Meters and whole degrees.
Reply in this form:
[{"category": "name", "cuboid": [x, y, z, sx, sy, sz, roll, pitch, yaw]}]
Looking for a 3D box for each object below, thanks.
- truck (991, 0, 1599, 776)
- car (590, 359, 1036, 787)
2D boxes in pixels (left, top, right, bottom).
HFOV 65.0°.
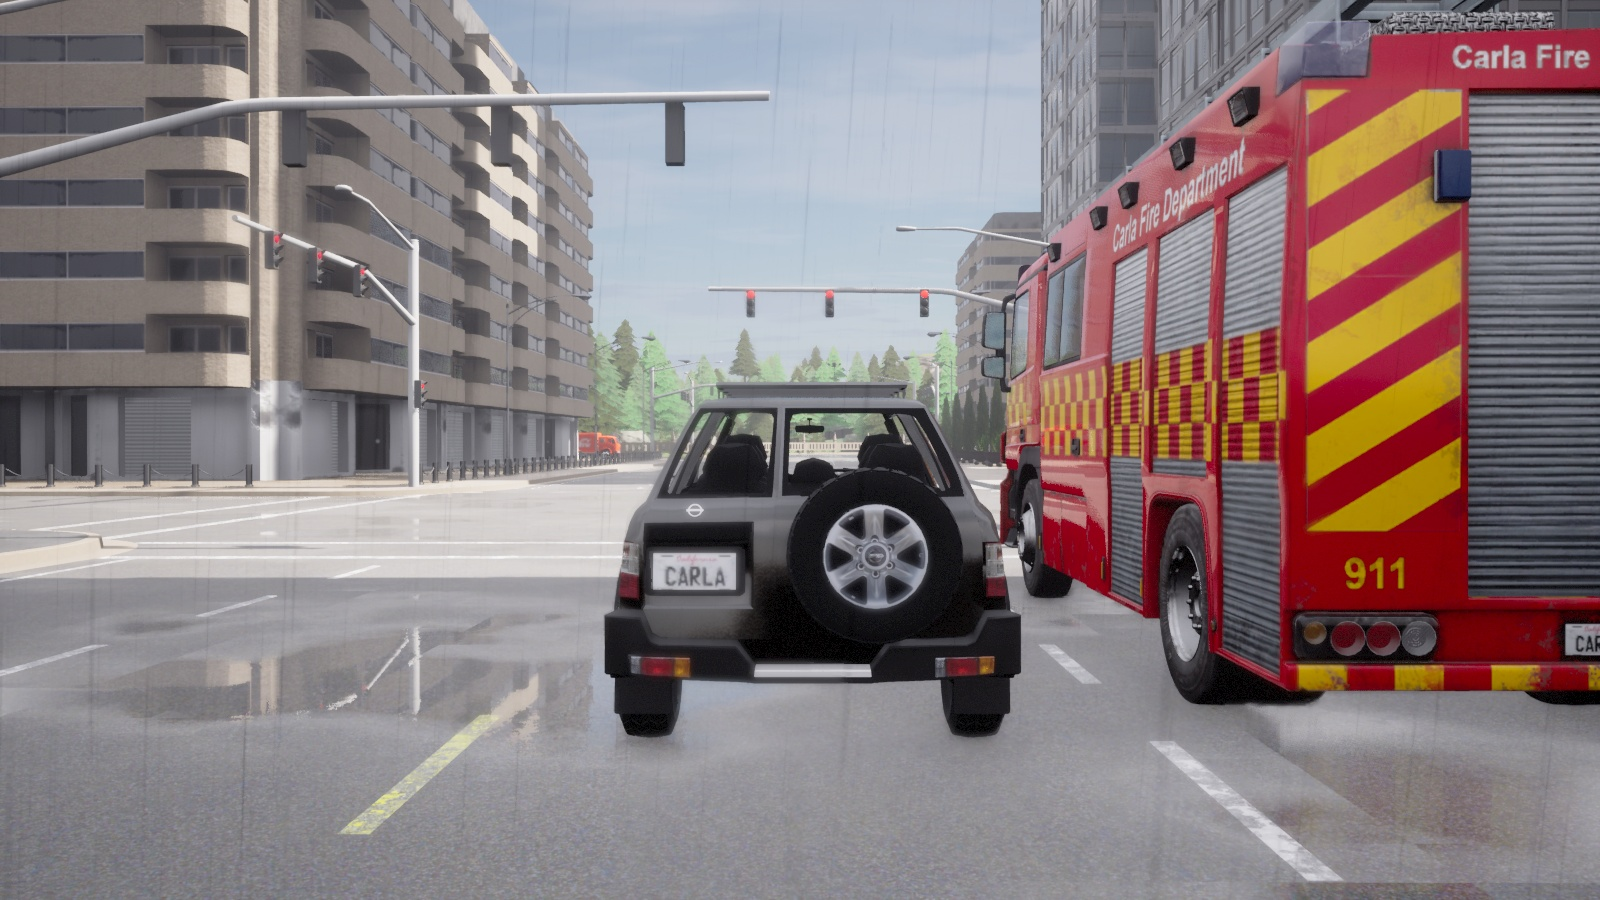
[{"category": "truck", "cuboid": [3.573, -0.471, 9.880, 2.891, 3.827, 8.468, 0, 0, 0]}, {"category": "car", "cuboid": [0.061, 0.520, 7.741, 1.932, 1.855, 4.605, 0, 0, 0]}]
